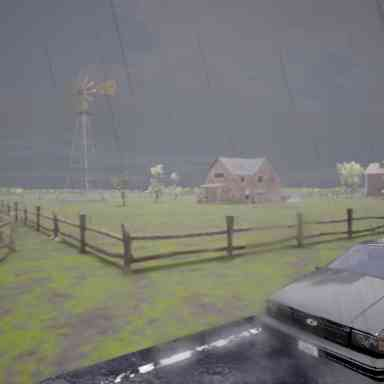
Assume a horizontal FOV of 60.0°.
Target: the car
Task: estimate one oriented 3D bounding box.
[{"bbox_3d":[3.606,1.537,5.650,5.357,1.411,2.033,0,0,-35],"label":"car"}]
